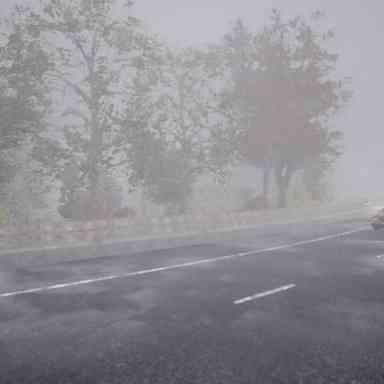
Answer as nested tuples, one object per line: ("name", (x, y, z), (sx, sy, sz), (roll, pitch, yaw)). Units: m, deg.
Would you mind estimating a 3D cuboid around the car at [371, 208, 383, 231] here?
("car", (12.232, 1.563, 19.769), (2.033, 1.411, 5.357), (0, 0, 42))
